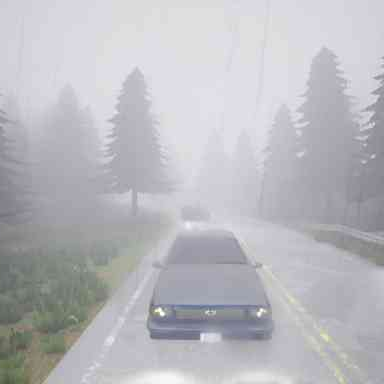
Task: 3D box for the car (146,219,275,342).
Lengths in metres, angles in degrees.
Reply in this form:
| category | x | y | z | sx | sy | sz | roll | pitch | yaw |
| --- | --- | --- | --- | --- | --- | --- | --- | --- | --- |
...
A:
| category | x | y | z | sx | sy | sz | roll | pitch | yaw |
| --- | --- | --- | --- | --- | --- | --- | --- | --- | --- |
| car | 0.309 | 1.557 | 7.103 | 2.033 | 1.411 | 5.357 | 0 | 0 | 1 |

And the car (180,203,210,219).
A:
| category | x | y | z | sx | sy | sz | roll | pitch | yaw |
| --- | --- | --- | --- | --- | --- | --- | --- | --- | --- |
| car | 0.170 | 1.570 | 25.711 | 1.994 | 1.385 | 4.181 | 0 | 0 | -7 |
